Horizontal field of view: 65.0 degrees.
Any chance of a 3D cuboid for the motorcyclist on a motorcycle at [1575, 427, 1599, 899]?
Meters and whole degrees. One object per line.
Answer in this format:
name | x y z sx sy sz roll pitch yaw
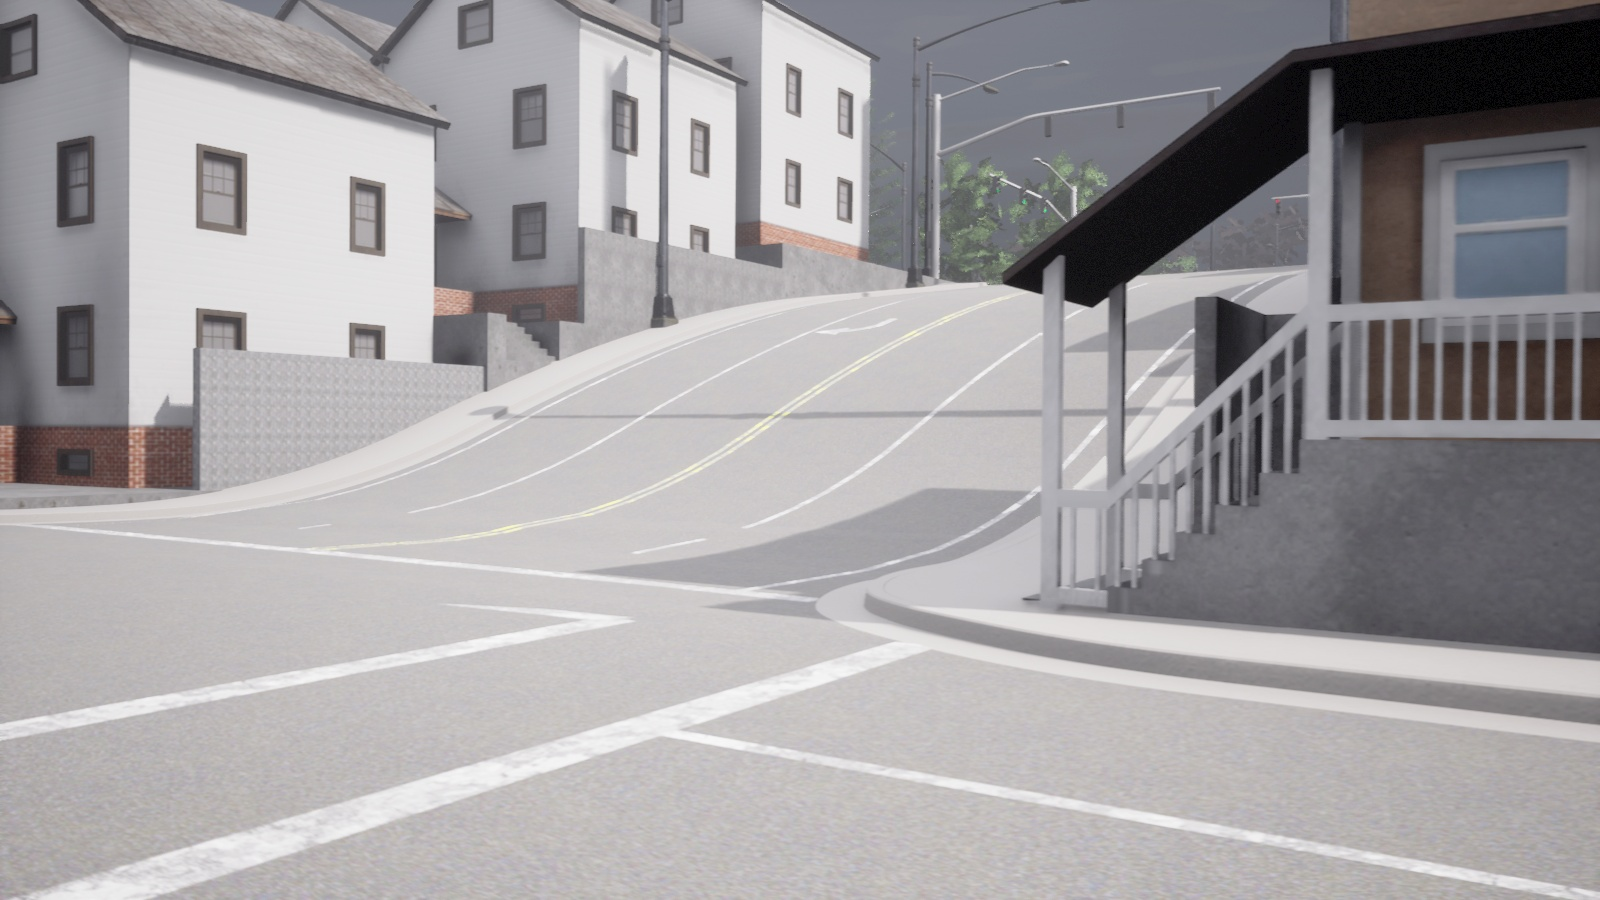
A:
motorcyclist on a motorcycle | 2.510 0.715 1.942 2.191 1.530 0.866 0 1 34
